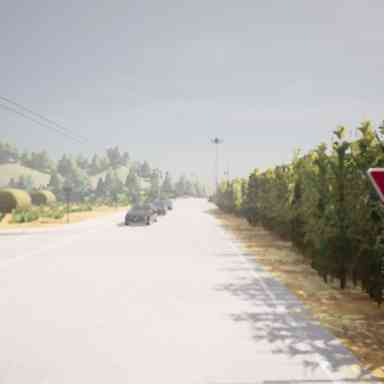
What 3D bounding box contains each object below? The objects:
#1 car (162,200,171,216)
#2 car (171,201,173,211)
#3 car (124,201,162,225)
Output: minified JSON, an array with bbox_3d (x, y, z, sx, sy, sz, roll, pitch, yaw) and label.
[{"bbox_3d":[-3.572,1.686,34.950,1.837,1.490,4.892,0,0,0],"label":"car"},{"bbox_3d":[-3.540,1.783,45.482,2.033,1.411,5.357,0,0,0],"label":"car"},{"bbox_3d":[-3.717,1.635,25.058,1.837,1.490,4.892,0,0,4],"label":"car"}]
